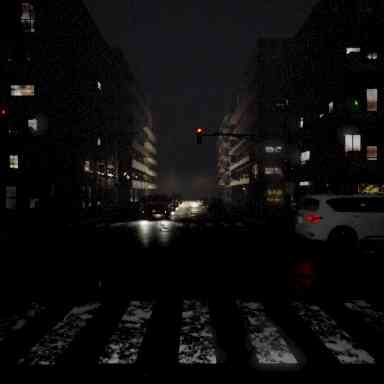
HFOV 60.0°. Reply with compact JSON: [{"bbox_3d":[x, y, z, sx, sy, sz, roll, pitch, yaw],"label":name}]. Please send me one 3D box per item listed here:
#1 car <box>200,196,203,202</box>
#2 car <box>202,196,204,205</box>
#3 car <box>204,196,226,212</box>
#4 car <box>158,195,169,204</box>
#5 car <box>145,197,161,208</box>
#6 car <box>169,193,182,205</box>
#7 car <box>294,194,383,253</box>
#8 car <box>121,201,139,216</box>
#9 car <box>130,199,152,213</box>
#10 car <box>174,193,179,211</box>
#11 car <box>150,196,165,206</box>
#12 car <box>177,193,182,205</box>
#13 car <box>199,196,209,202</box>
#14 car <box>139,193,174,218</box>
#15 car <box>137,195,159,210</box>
[{"bbox_3d":[2.734,1.600,54.957,1.802,1.307,4.206,0,0,0],"label":"car"},{"bbox_3d":[2.724,1.452,43.592,1.967,1.590,4.097,0,0,0],"label":"car"},{"bbox_3d":[2.720,1.449,37.910,1.967,1.590,4.097,0,0,0],"label":"car"},{"bbox_3d":[-5.638,1.466,66.327,1.967,1.590,4.097,0,0,0],"label":"car"},{"bbox_3d":[-5.652,1.540,49.109,1.752,1.417,4.829,0,0,0],"label":"car"},{"bbox_3d":[-2.978,1.241,61.947,2.150,2.045,5.566,0,0,1],"label":"car"},{"bbox_3d":[6.795,1.073,12.698,5.566,2.045,2.150,-1,0,0],"label":"car"},{"bbox_3d":[-5.665,1.573,32.232,1.947,1.339,4.313,0,0,0],"label":"car"},{"bbox_3d":[-5.660,1.534,37.745,1.752,1.417,4.829,0,0,0],"label":"car"},{"bbox_3d":[-3.065,1.362,40.117,2.097,1.767,4.553,0,0,0],"label":"car"},{"bbox_3d":[-5.647,1.458,54.962,1.967,1.590,4.097,0,0,0],"label":"car"},{"bbox_3d":[-3.049,1.367,50.016,2.097,1.767,4.553,0,0,0],"label":"car"},{"bbox_3d":[2.751,1.586,77.687,2.008,1.369,4.403,0,0,0],"label":"car"},{"bbox_3d":[-3.094,1.228,30.205,2.150,2.045,5.566,0,0,1],"label":"car"},{"bbox_3d":[-5.656,1.326,43.597,2.192,1.841,5.009,0,0,0],"label":"car"}]
